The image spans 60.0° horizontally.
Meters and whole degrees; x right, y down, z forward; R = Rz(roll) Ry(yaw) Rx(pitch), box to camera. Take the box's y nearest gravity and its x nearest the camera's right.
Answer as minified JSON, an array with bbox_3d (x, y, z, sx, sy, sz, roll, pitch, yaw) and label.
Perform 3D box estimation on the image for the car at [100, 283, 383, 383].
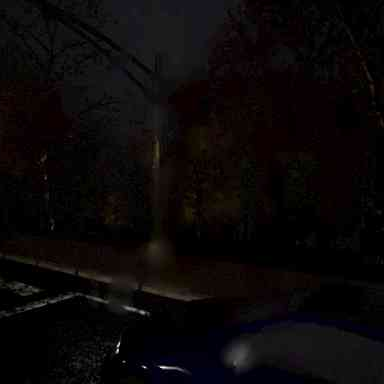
[{"bbox_3d":[1.135,1.564,2.873,4.181,1.385,1.994,0,0,35],"label":"car"}]
